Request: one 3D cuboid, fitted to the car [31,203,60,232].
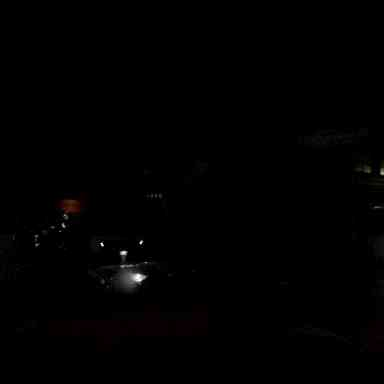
[{"bbox_3d":[-9.344,1.479,21.140,2.097,1.767,4.553,3,-2,-35],"label":"car"}]

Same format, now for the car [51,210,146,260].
[{"bbox_3d":[-3.730,1.618,13.068,2.033,1.411,5.357,3,-2,-35],"label":"car"}]

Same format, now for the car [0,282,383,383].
[{"bbox_3d":[-0.561,1.484,2.298,5.008,1.535,1.882,1,-2,-20],"label":"car"}]
